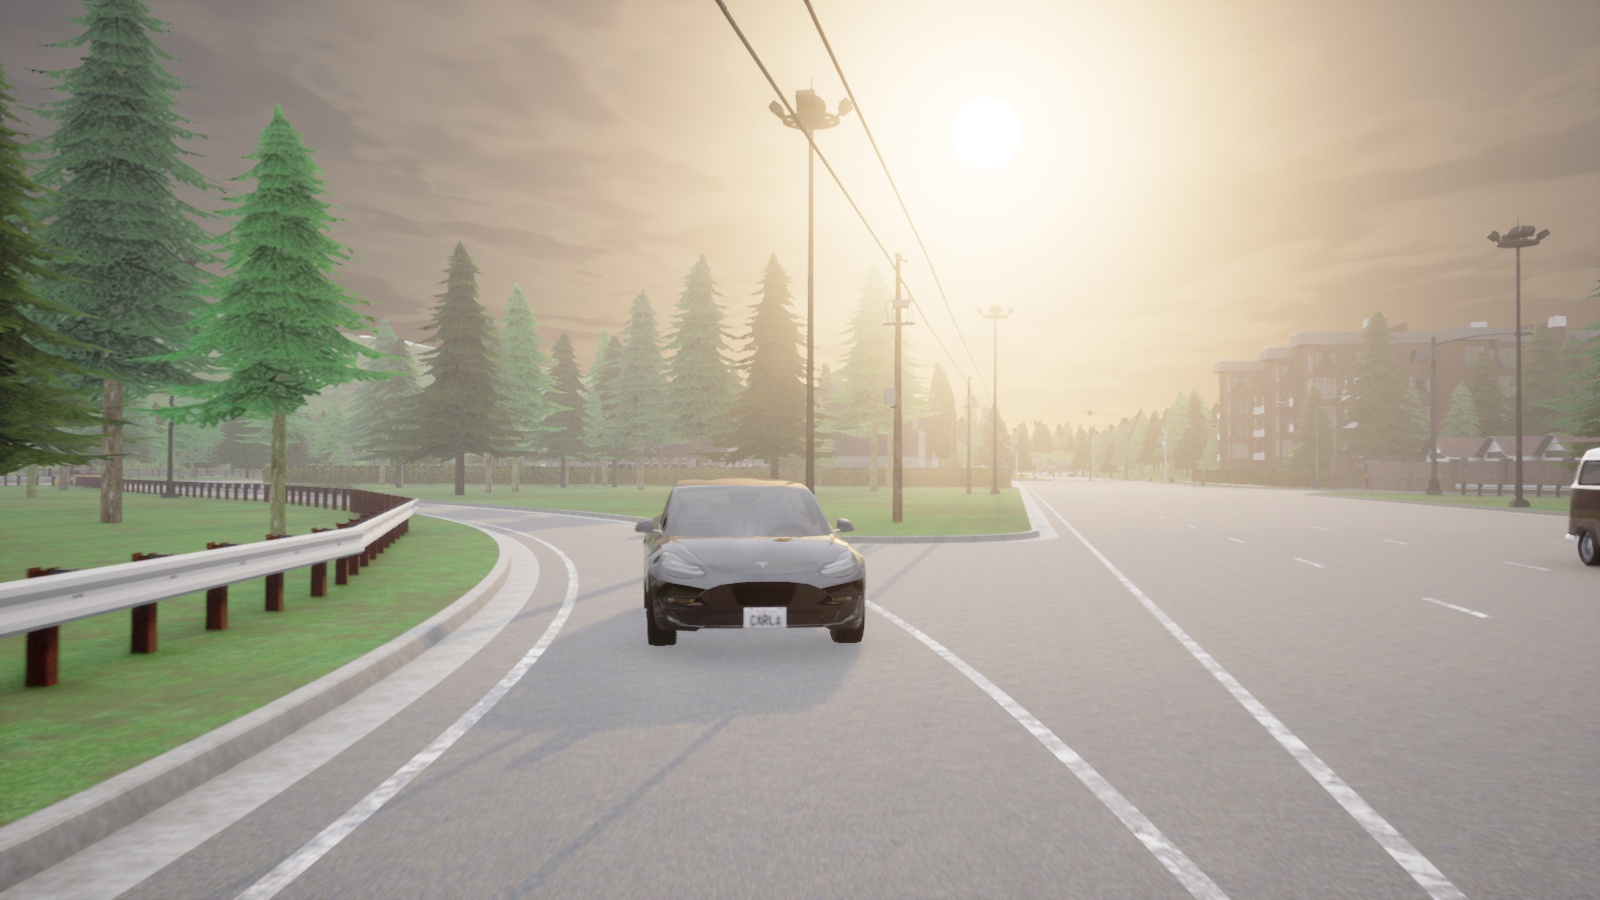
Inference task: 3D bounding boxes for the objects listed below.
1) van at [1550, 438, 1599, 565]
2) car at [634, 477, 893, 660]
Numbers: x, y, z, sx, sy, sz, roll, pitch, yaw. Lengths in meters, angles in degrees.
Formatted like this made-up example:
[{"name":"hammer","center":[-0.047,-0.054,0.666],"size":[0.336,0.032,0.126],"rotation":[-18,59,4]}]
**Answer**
[{"name":"van","center":[13.816,0.811,19.656],"size":[2.069,2.038,4.480],"rotation":[0,-1,10]},{"name":"car","center":[-0.604,1.034,12.935],"size":[2.163,1.488,4.792],"rotation":[0,-1,-8]}]
